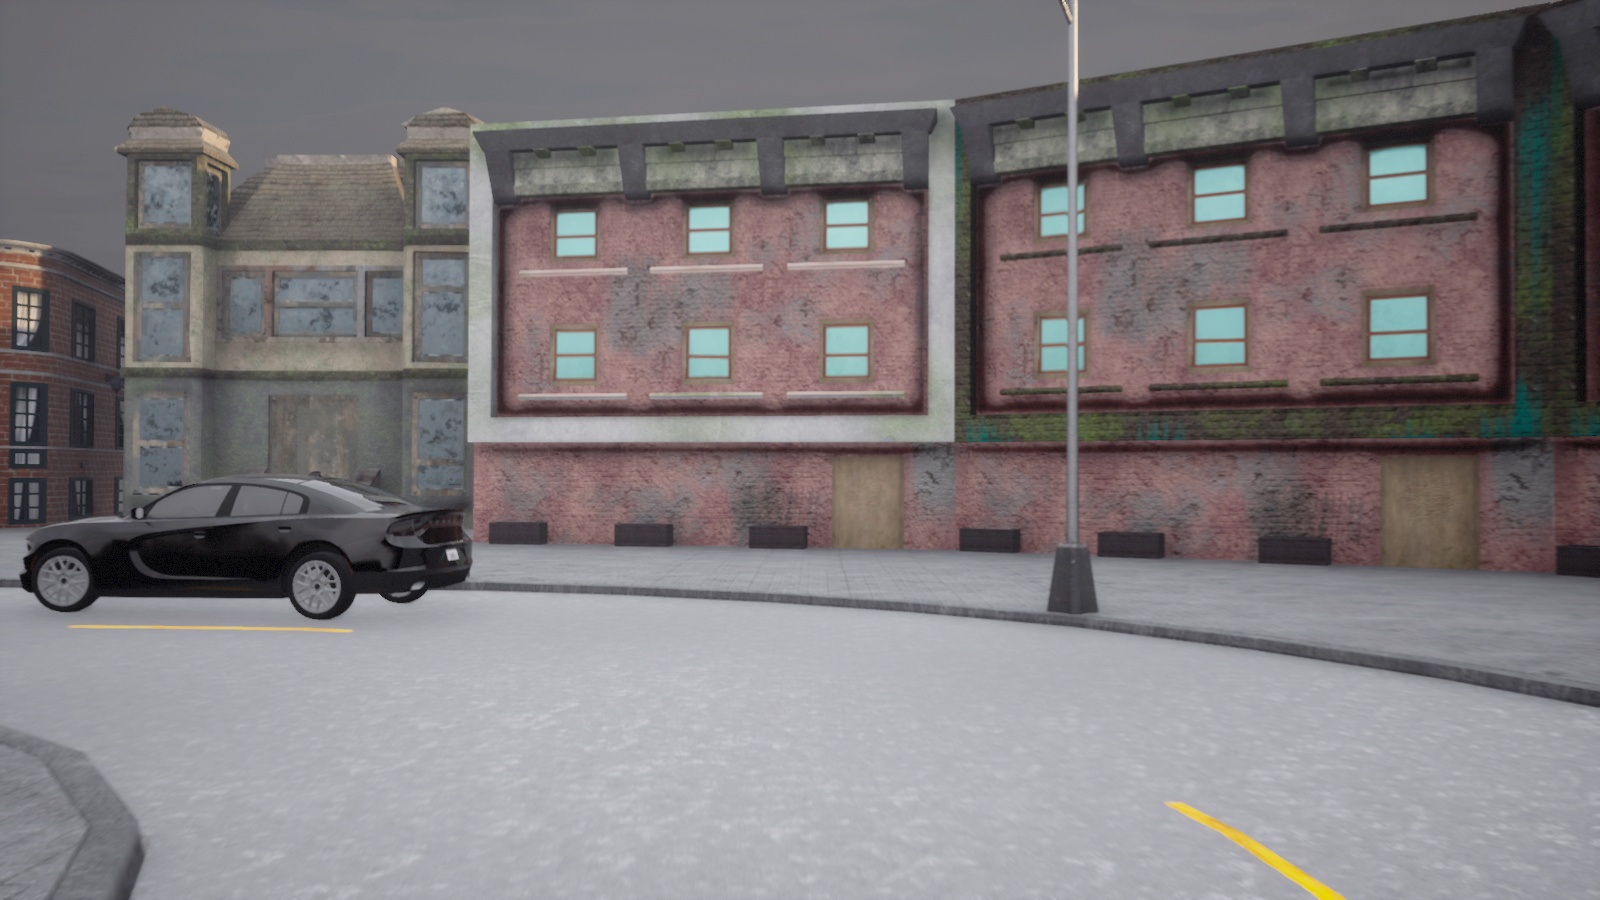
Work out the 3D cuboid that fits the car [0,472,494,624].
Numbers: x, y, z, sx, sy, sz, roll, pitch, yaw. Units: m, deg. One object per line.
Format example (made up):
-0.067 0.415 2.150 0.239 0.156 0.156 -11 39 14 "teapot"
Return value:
-6.213 1.057 14.217 5.008 1.535 1.882 -1 -1 11 "car"
